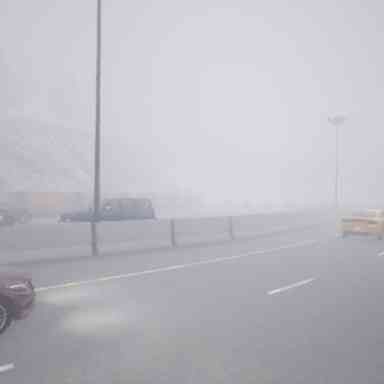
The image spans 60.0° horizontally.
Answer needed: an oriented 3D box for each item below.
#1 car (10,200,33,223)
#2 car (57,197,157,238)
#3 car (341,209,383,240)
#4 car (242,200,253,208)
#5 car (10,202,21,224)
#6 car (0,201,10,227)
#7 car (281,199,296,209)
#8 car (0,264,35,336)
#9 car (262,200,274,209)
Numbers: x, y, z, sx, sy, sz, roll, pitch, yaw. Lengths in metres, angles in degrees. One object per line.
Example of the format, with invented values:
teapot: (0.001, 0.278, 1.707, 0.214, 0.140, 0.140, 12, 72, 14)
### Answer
car: (-14.210, 1.419, 24.258, 4.553, 1.767, 2.097, 1, -1, -40)
car: (-4.562, 1.330, 18.715, 5.566, 2.045, 2.150, 1, 0, -43)
car: (9.915, 1.714, 18.607, 1.882, 1.535, 5.008, 0, 0, 40)
car: (9.959, 2.123, 59.233, 2.033, 1.411, 5.357, 0, 0, 9)
car: (-13.503, 1.547, 20.324, 4.892, 1.490, 1.837, 1, 0, -39)
car: (-12.194, 1.379, 16.989, 4.553, 1.767, 2.097, 1, -1, -38)
car: (16.873, 1.997, 58.135, 2.097, 1.767, 4.553, 0, 0, 9)
car: (-4.832, 1.520, 4.793, 4.674, 1.442, 1.812, 1, 0, -36)
car: (13.185, 2.057, 57.615, 1.882, 1.535, 5.008, 0, -1, 11)
